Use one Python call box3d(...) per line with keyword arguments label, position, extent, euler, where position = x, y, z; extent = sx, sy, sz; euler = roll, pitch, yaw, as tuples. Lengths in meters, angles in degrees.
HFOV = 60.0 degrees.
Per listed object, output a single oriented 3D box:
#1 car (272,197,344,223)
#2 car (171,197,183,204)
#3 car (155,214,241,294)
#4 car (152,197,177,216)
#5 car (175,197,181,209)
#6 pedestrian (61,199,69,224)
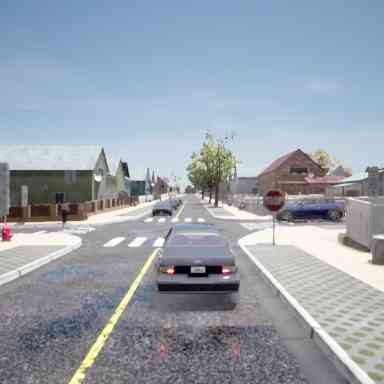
box3d(label="car", position=(7.791, 1.141, 22.781), extent=(4.553, 1.767, 2.097), euler=(-2, -1, 5))
box3d(label="car", position=(-2.808, 1.589, 62.961), extent=(1.895, 1.301, 4.718), euler=(0, 0, 1))
box3d(label="car", position=(0.072, 1.549, 8.939), extent=(2.033, 1.411, 5.357), euler=(0, 0, -1))
box3d(label="car", position=(-2.820, 1.547, 32.719), extent=(2.033, 1.411, 5.357), euler=(0, 0, -1))
box3d(label="car", position=(-2.852, 1.562, 42.509), extent=(1.994, 1.385, 4.181), euler=(0, 0, 0))
box3d(label="pedestrian", position=(-9.694, 1.460, 25.260), extent=(0.375, 1.860, 0.375), euler=(0, 0, 0))
